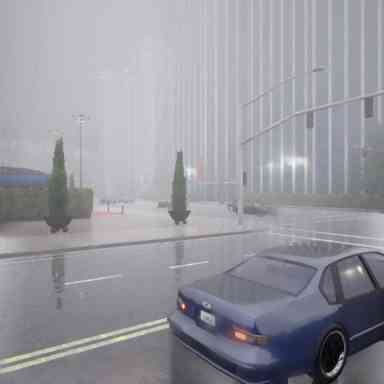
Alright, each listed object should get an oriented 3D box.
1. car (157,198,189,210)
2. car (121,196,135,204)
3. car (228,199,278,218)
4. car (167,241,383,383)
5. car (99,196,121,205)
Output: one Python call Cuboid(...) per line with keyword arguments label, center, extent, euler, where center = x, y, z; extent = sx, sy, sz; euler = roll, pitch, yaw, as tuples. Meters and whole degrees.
Cuboid(label="car", center=(-2.845, 1.525, 42.792), extent=(1.812, 1.442, 4.674), euler=(0, 0, -36))
Cuboid(label="car", center=(-12.425, 1.563, 62.122), extent=(1.812, 1.442, 4.674), euler=(0, 0, -36))
Cuboid(label="car", center=(5.809, 1.526, 30.752), extent=(1.812, 1.442, 4.674), euler=(0, 0, -34))
Cuboid(label="car", center=(2.243, 1.547, 5.402), extent=(5.357, 1.411, 2.033), euler=(0, 0, -35))
Cuboid(label="car", center=(-15.150, 1.520, 59.916), extent=(1.837, 1.490, 4.892), euler=(0, 0, -36))
